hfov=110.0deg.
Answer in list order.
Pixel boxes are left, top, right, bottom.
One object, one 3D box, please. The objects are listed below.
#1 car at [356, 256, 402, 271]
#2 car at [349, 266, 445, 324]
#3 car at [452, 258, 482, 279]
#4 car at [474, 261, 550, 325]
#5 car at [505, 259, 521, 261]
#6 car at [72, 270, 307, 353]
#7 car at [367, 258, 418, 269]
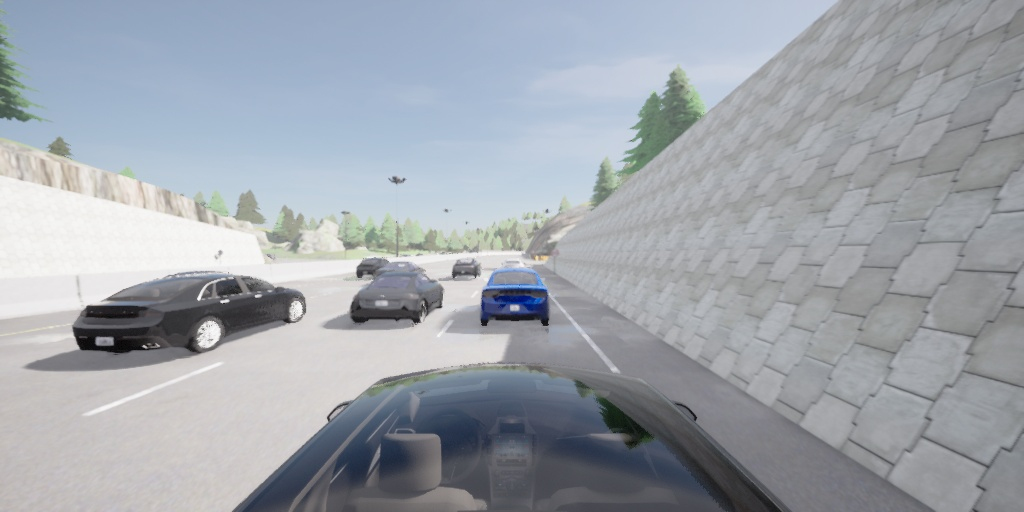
[{"bbox_3d":[-10.414,0.908,27.875,1.837,1.490,4.892,0,1,0],"label":"car"},{"bbox_3d":[-3.418,1.185,11.416,1.994,1.385,4.181,0,1,0],"label":"car"},{"bbox_3d":[-3.415,0.899,27.552,2.128,1.511,4.902,0,1,0],"label":"car"},{"bbox_3d":[0.080,1.100,11.356,1.882,1.535,5.008,0,1,0],"label":"car"},{"bbox_3d":[0.082,0.920,28.573,1.812,1.442,4.674,0,1,0],"label":"car"},{"bbox_3d":[-6.933,1.166,8.535,1.837,1.490,4.892,0,1,0],"label":"car"},{"bbox_3d":[-6.935,1.020,22.686,2.033,1.411,5.357,0,1,0],"label":"car"}]
